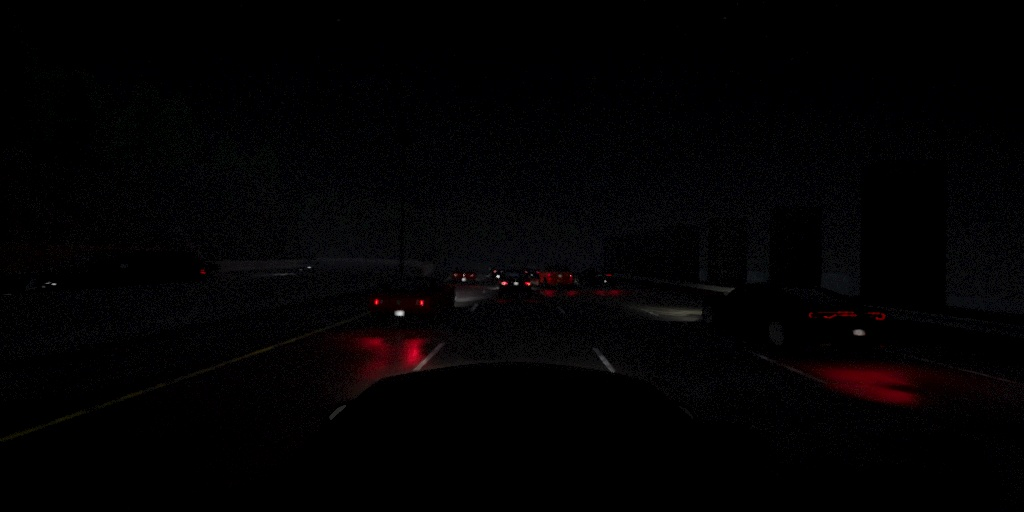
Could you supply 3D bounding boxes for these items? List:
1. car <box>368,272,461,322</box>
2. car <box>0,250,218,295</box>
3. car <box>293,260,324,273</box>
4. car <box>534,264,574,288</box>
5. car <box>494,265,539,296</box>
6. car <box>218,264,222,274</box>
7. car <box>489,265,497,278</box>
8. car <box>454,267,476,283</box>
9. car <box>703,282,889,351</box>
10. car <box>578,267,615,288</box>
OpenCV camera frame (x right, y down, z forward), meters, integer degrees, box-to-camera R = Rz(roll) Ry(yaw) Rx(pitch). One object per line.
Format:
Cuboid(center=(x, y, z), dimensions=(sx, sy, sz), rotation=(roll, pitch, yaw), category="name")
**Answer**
Cuboid(center=(-3.230, 1.396, 12.601), dimensions=(1.895, 1.301, 4.718), rotation=(1, -1, 0), category="car")
Cuboid(center=(-13.946, 0.801, 12.720), dimensions=(2.150, 2.045, 5.566), rotation=(1, -1, 1), category="car")
Cuboid(center=(-22.906, 1.217, 40.595), dimensions=(1.812, 1.442, 4.674), rotation=(1, -1, -9), category="car")
Cuboid(center=(3.250, 1.427, 27.220), dimensions=(2.097, 1.767, 4.553), rotation=(1, -1, -3), category="car")
Cuboid(center=(0.116, 1.497, 21.174), dimensions=(2.033, 1.411, 5.357), rotation=(1, -1, -2), category="car")
Cuboid(center=(-25.024, 1.000, 27.844), dimensions=(2.128, 1.511, 4.902), rotation=(1, -1, -5), category="car")
Cuboid(center=(-1.423, 1.646, 38.936), dimensions=(2.033, 1.411, 5.357), rotation=(1, -1, -7), category="car")
Cuboid(center=(-3.986, 1.561, 30.412), dimensions=(1.895, 1.301, 4.718), rotation=(1, -1, -5), category="car")
Cuboid(center=(7.228, 1.457, 9.898), dimensions=(1.882, 1.535, 5.008), rotation=(1, -1, 1), category="car")
Cuboid(center=(6.674, 1.650, 28.640), dimensions=(2.128, 1.511, 4.902), rotation=(1, -1, -4), category="car")
